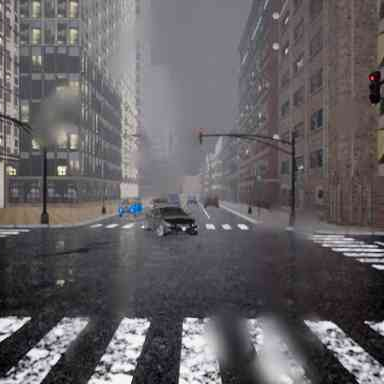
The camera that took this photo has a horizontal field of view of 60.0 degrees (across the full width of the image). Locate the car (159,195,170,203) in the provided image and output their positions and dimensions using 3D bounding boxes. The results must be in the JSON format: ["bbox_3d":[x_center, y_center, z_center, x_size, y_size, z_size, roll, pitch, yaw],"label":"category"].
[{"bbox_3d":[-5.661,1.495,69.605,1.967,1.590,4.097,0,0,0],"label":"car"}]

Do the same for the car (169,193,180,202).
[{"bbox_3d":[-3.057,1.258,53.888,2.150,2.045,5.566,0,0,0],"label":"car"}]

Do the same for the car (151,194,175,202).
[{"bbox_3d":[-3.084,1.374,33.215,2.097,1.767,4.553,0,0,0],"label":"car"}]

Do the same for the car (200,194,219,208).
[{"bbox_3d":[2.709,1.347,47.399,2.192,1.841,5.009,0,0,0],"label":"car"}]

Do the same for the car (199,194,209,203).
[{"bbox_3d":[2.721,1.376,75.153,2.192,1.841,5.009,0,0,0],"label":"car"}]

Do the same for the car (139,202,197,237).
[{"bbox_3d":[-1.290,1.509,18.210,1.837,1.490,4.892,0,0,-22],"label":"car"}]

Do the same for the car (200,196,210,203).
[{"bbox_3d":[2.720,1.605,69.602,2.008,1.369,4.403,0,0,0],"label":"car"}]

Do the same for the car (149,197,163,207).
[{"bbox_3d":[-5.668,1.562,52.782,1.752,1.417,4.829,0,0,0],"label":"car"}]

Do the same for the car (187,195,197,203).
[{"bbox_3d":[0.033,1.445,70.248,2.033,1.411,5.357,0,0,0],"label":"car"}]

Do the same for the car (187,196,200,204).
[{"bbox_3d":[0.030,1.645,60.272,1.895,1.301,4.718,0,0,0],"label":"car"}]

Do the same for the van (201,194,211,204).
[{"bbox_3d":[2.717,1.389,64.052,1.690,1.788,3.998,0,0,0],"label":"van"}]

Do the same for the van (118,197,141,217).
[{"bbox_3d":[-5.678,1.358,30.749,1.690,1.788,3.998,0,0,0],"label":"van"}]

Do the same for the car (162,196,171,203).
[{"bbox_3d":[-5.659,1.586,74.986,1.752,1.417,4.829,0,0,0],"label":"car"}]
